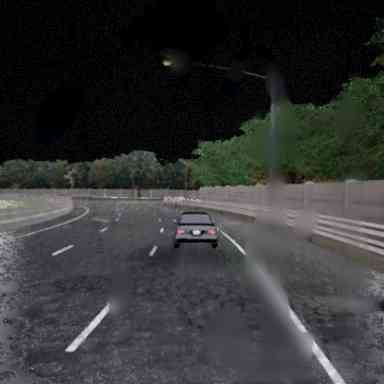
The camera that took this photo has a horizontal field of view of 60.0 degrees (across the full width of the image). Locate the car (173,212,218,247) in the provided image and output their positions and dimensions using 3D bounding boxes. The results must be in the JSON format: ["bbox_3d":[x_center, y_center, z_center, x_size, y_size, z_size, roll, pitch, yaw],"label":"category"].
[{"bbox_3d":[0.101,1.612,15.297,2.033,1.411,5.357,1,0,-2],"label":"car"}]

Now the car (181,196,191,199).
[{"bbox_3d":[-1.062,1.864,92.004,1.837,1.490,4.892,0,0,38],"label":"car"}]

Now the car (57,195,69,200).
[{"bbox_3d":[-33.728,1.545,86.445,4.181,1.385,1.994,0,0,45],"label":"car"}]

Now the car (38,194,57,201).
[{"bbox_3d":[-36.818,1.541,84.609,4.181,1.385,1.994,0,0,45],"label":"car"}]
